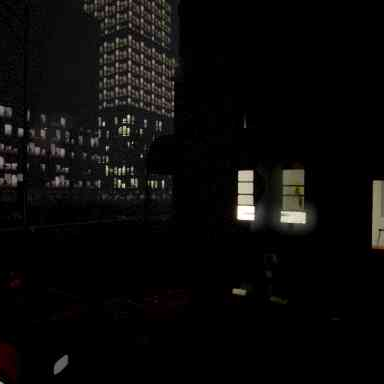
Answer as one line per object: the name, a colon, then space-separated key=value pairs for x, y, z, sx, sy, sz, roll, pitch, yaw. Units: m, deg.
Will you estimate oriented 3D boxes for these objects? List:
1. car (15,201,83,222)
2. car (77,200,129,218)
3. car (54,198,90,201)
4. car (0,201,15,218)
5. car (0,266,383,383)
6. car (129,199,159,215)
car: x=-11.696 y=1.690 z=27.426 sx=2.008 sy=1.369 sz=4.403 roll=1 pitch=0 yaw=34
car: x=-8.603 y=1.731 z=31.953 sx=1.947 sy=1.339 sz=4.313 roll=1 pitch=0 yaw=34
car: x=-12.236 y=1.574 z=37.116 sx=2.128 sy=1.511 sz=4.902 roll=1 pitch=0 yaw=35
car: x=-17.529 y=1.543 z=29.373 sx=1.837 sy=1.490 sz=4.892 roll=1 pitch=0 yaw=34
car: x=-0.011 y=1.544 z=2.831 sx=4.507 sy=1.381 sz=1.887 roll=0 pitch=1 yaw=34
car: x=-5.513 y=1.773 z=36.478 sx=1.802 sy=1.307 sz=4.206 roll=1 pitch=0 yaw=34
